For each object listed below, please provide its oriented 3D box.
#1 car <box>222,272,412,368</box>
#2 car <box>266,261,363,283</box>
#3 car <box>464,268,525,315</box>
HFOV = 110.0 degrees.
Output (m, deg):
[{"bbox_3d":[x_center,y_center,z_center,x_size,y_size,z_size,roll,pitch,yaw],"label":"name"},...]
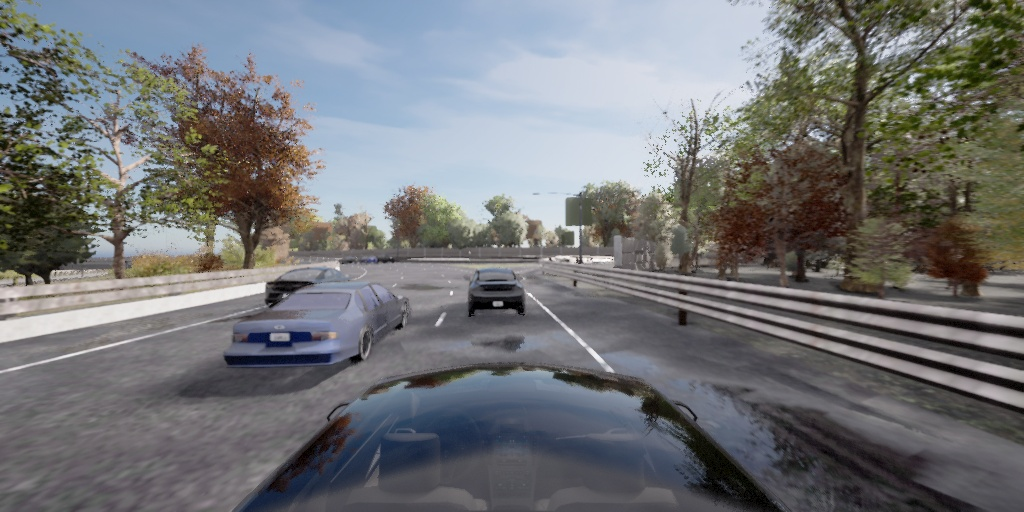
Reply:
[{"bbox_3d":[-3.697,1.268,7.995,2.033,1.411,5.357,0,0,-3],"label":"car"},{"bbox_3d":[-7.874,1.168,14.510,1.882,1.535,5.008,0,0,-7],"label":"car"},{"bbox_3d":[-0.655,1.167,13.089,1.837,1.490,4.892,0,0,-6],"label":"car"}]
